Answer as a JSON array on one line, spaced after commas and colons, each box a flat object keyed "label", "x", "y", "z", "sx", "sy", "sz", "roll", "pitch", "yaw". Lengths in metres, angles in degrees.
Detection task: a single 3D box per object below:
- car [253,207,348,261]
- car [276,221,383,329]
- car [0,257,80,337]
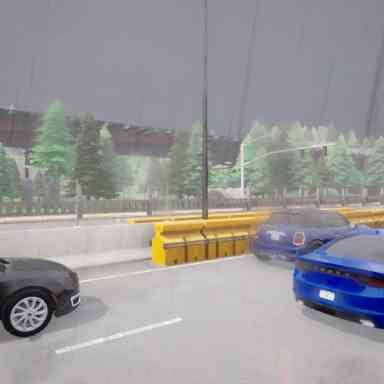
[{"label": "car", "x": 4.185, "y": 1.352, "z": 11.037, "sx": 4.553, "sy": 1.767, "sz": 2.097, "roll": 0, "pitch": 0, "yaw": -36}, {"label": "car", "x": 4.147, "y": 1.478, "z": 6.709, "sx": 5.008, "sy": 1.535, "sz": 1.882, "roll": 0, "pitch": 0, "yaw": -36}, {"label": "car", "x": -4.235, "y": 1.505, "z": 5.025, "sx": 4.892, "sy": 1.490, "sz": 1.837, "roll": 0, "pitch": 0, "yaw": -35}]
